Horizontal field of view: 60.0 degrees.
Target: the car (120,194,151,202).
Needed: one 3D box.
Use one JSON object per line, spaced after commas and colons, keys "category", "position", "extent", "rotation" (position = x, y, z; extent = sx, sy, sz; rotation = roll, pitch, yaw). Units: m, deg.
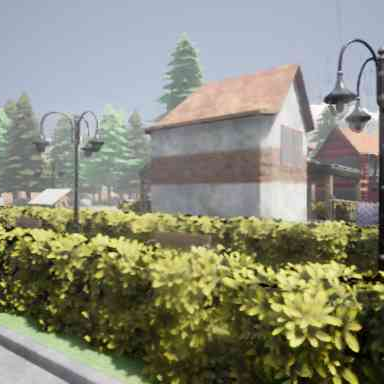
{"category": "car", "position": [-6.542, 1.318, 41.355], "extent": [2.150, 2.045, 5.566], "rotation": [0, 0, 37]}
